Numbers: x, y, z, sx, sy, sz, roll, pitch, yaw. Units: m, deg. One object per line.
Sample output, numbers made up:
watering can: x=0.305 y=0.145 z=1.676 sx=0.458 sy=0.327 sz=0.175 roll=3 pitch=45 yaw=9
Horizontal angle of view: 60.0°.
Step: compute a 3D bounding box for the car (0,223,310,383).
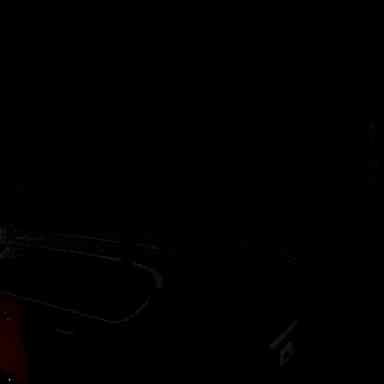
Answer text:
car: x=-1.224 y=1.317 z=3.938 sx=5.009 sy=1.841 sz=2.192 roll=0 pitch=1 yaw=35
